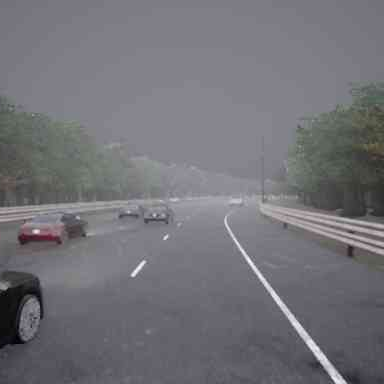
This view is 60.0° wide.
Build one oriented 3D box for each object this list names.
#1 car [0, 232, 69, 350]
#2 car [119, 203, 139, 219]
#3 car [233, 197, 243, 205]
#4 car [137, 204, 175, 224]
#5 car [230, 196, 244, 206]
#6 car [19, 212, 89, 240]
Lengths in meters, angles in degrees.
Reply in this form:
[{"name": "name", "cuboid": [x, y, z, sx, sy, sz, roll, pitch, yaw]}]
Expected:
[{"name": "car", "cuboid": [-3.352, 1.509, 3.545, 2.128, 1.511, 4.902, 0, 0, 1]}, {"name": "car", "cuboid": [-5.552, 1.770, 31.932, 1.994, 1.385, 4.181, 0, 0, 5]}, {"name": "car", "cuboid": [9.847, 1.881, 70.411, 1.882, 1.535, 5.008, 0, 0, 11]}, {"name": "car", "cuboid": [-2.486, 1.713, 26.142, 2.033, 1.411, 5.357, 0, 0, 4]}, {"name": "car", "cuboid": [8.438, 1.688, 63.304, 2.150, 2.045, 5.566, 0, 0, 11]}, {"name": "car", "cuboid": [-6.512, 1.657, 16.105, 1.994, 1.385, 4.181, 0, 0, 2]}]
